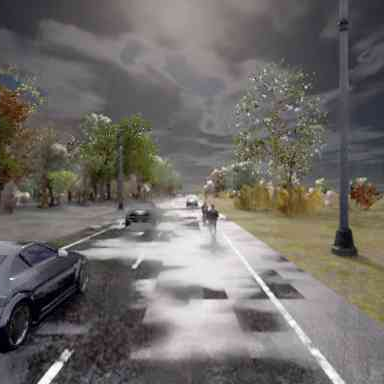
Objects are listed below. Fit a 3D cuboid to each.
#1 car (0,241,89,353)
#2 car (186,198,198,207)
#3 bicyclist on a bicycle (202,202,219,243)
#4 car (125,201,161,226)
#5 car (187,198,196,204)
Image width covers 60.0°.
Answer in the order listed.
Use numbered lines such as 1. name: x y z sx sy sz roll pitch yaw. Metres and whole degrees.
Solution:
1. car: -3.406 1.591 6.177 1.994 1.385 4.181 0 0 0
2. car: 0.038 1.822 58.438 1.994 1.385 4.181 0 0 1
3. bicyclist on a bicycle: 0.952 1.439 15.521 0.659 1.776 1.843 0 0 0
4. car: -3.423 1.458 24.163 2.097 1.767 4.553 0 0 0
5. car: -0.068 1.925 74.122 1.895 1.301 4.718 0 0 0
